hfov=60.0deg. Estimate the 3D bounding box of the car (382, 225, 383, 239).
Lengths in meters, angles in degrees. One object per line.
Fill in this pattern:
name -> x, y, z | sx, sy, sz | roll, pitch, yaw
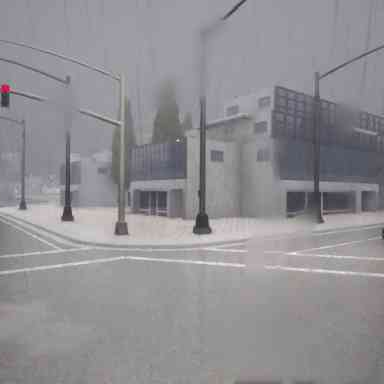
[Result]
car -> 10.564, 1.546, 15.301 | 4.902, 1.511, 2.128 | 0, 0, -37
